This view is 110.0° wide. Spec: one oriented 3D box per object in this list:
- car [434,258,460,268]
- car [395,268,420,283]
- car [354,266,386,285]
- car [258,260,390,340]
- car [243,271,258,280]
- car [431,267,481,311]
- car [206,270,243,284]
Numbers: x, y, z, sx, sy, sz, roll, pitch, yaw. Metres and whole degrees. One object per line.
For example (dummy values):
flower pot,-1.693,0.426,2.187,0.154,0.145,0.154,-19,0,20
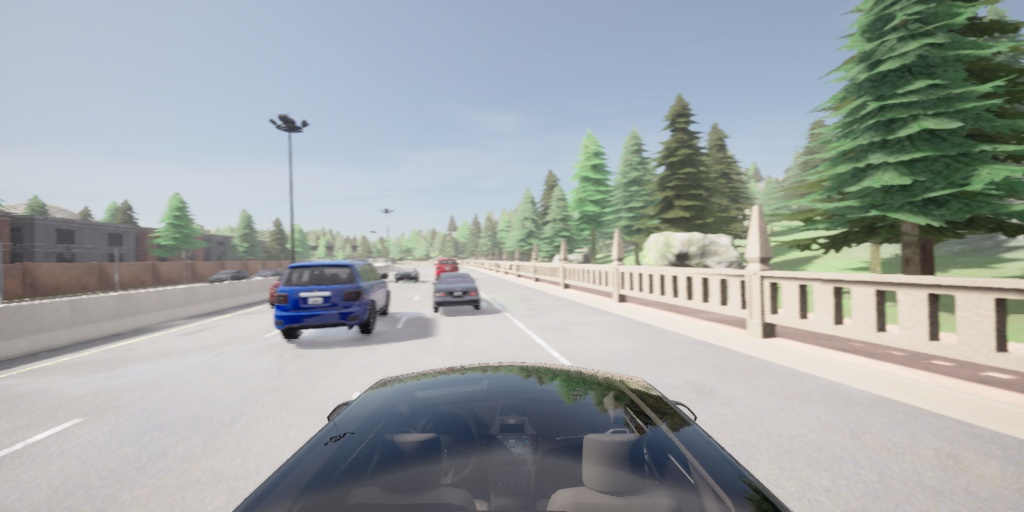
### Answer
car,-6.149,1.251,34.000,2.150,2.045,5.566,-2,0,-11
car,-9.438,1.719,32.646,1.895,1.301,4.718,-2,0,-11
car,-13.188,1.733,33.557,1.837,1.490,4.892,-2,0,-11
car,-5.164,1.151,11.027,2.150,2.045,5.566,-2,0,-12
car,-24.686,2.055,36.588,2.128,1.511,4.902,-2,0,-11
car,-2.407,1.410,15.208,2.033,1.411,5.357,-2,0,-11
car,-28.058,2.161,35.610,1.837,1.490,4.892,-2,0,-11
